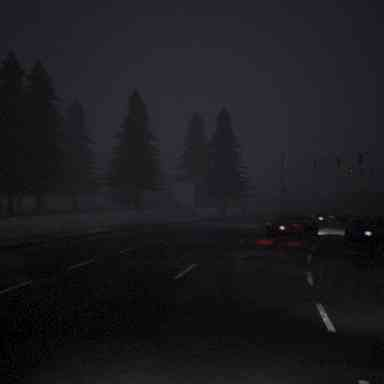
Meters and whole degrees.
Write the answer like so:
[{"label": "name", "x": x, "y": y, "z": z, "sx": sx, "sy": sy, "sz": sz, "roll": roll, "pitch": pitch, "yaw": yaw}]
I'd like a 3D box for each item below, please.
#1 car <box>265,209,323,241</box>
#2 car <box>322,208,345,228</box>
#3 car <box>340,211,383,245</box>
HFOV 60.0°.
[{"label": "car", "x": 5.624, "y": 1.789, "z": 18.417, "sx": 1.994, "sy": 1.385, "sz": 4.181, "roll": 0, "pitch": -1, "yaw": 33}, {"label": "car", "x": 10.580, "y": 1.887, "z": 25.201, "sx": 1.994, "sy": 1.385, "sz": 4.181, "roll": 0, "pitch": -1, "yaw": 44}, {"label": "car", "x": 8.572, "y": 1.781, "z": 16.125, "sx": 1.994, "sy": 1.385, "sz": 4.181, "roll": 0, "pitch": -1, "yaw": 29}]
